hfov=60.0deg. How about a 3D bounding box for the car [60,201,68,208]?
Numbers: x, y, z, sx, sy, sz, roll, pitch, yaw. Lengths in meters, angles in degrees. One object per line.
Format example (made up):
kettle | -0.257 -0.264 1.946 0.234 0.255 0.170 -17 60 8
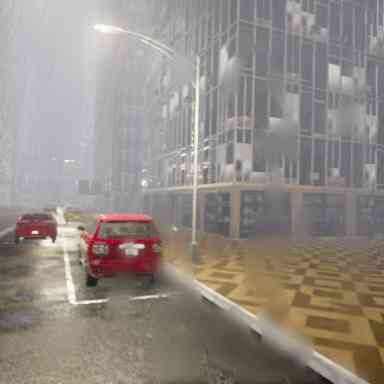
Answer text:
car | -31.585 3.093 82.091 1.752 1.417 4.829 2 -2 -22

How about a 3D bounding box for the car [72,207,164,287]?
car | -2.336 1.567 10.171 2.192 1.841 5.009 2 -2 -22

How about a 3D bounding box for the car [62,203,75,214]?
car | -19.093 2.531 51.219 1.752 1.417 4.829 2 -2 -22

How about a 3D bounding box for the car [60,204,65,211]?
car | -12.784 2.264 35.626 1.887 1.381 4.507 2 -2 -22

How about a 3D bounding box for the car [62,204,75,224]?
car | -10.765 2.153 30.639 1.752 1.417 4.829 2 -2 -22

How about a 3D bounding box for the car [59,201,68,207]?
car | -33.604 3.209 87.078 2.008 1.369 4.403 2 -2 -22

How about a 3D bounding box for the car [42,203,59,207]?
car | -20.101 2.364 47.136 1.837 1.490 4.892 2 -2 -22

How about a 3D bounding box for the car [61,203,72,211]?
car | -23.194 2.736 61.351 1.887 1.381 4.507 2 -2 -22

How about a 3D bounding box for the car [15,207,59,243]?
car | -8.343 1.802 18.055 1.882 1.535 5.008 2 -2 -22

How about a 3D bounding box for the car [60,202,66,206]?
car | -16.948 2.459 45.916 2.008 1.369 4.403 2 -2 -22
